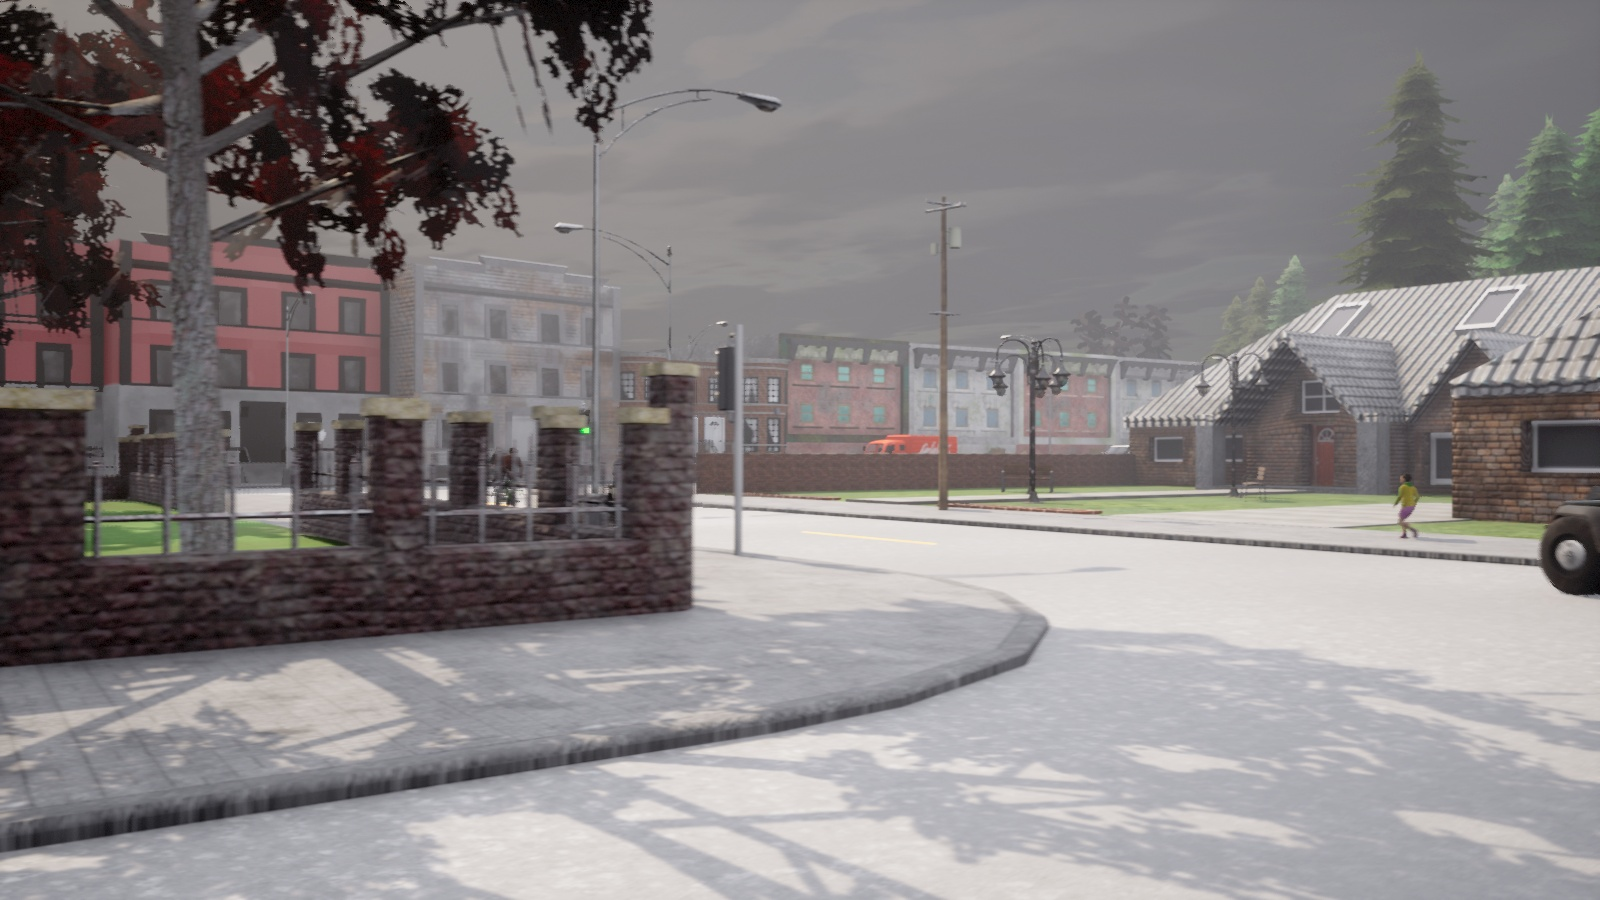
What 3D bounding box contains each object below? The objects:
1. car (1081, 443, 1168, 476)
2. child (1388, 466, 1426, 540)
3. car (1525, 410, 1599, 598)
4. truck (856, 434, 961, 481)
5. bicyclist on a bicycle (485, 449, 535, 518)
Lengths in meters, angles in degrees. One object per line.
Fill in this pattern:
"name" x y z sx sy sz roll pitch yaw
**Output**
"car" 20.313 0.581 78.428 5.566 2.045 2.150 0 0 -35
"child" 9.797 0.849 20.266 0.299 1.160 0.473 0 0 -27
"car" 8.955 0.544 11.919 1.905 1.878 3.866 0 0 0
"truck" 5.920 0.391 68.463 5.204 2.467 2.627 0 0 -35
"bicyclist on a bicycle" -6.942 0.780 30.062 0.582 1.620 1.656 0 0 -35
